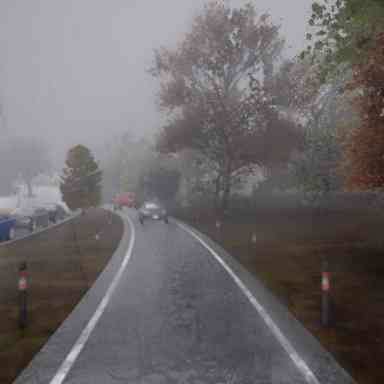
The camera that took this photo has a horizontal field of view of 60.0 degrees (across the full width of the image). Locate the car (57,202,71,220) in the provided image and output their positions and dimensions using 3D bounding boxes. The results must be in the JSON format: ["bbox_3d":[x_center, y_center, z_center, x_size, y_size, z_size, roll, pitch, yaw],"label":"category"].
[{"bbox_3d":[-11.646,1.675,27.138,2.097,1.535,5.008,0,0,-10],"label":"car"}]

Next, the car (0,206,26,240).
[{"bbox_3d":[-9.829,1.668,15.241,2.097,1.535,5.008,0,0,-6],"label":"car"}]

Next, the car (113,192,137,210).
[{"bbox_3d":[-8.110,1.054,40.280,2.150,2.045,5.566,-1,1,-22],"label":"car"}]

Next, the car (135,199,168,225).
[{"bbox_3d":[-2.795,1.407,23.288,1.812,1.442,4.674,-1,0,-12],"label":"car"}]

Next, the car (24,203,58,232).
[{"bbox_3d":[-10.650,1.664,21.515,2.231,1.521,4.892,0,0,-8],"label":"car"}]

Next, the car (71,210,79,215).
[{"bbox_3d":[-12.930,1.705,33.237,2.002,1.452,4.674,0,0,-12],"label":"car"}]

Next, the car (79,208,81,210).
[{"bbox_3d":[-15.605,1.631,43.427,2.097,1.535,5.008,-2,0,-15],"label":"car"}]
